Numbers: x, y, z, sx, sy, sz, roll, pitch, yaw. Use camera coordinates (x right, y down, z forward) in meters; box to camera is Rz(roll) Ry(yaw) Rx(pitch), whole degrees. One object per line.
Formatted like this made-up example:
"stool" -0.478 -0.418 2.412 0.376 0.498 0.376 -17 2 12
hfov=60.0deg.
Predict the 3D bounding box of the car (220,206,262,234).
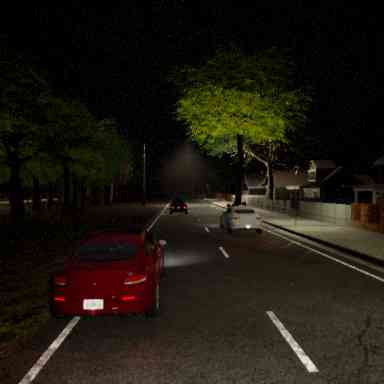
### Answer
"car" 2.772 1.532 19.267 1.812 1.442 4.674 0 0 -2

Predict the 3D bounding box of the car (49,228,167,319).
"car" -1.576 1.525 7.303 1.812 1.442 4.674 0 0 -2

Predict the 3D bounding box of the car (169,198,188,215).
"car" -1.386 1.574 34.963 2.033 1.411 5.357 0 0 -2

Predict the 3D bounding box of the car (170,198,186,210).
"car" -1.884 1.566 45.607 2.033 1.411 5.357 0 0 -2
